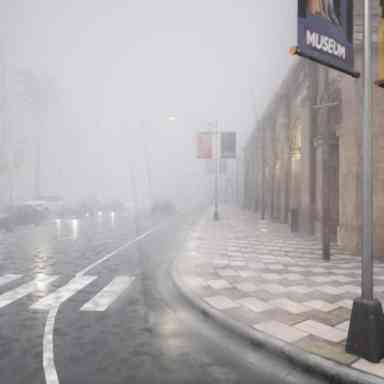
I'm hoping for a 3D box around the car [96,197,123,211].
[{"bbox_3d":[-9.613,1.519,40.119,1.812,1.442,4.674,0,0,5],"label":"car"}]

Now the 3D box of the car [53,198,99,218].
[{"bbox_3d":[-10.428,1.521,30.263,1.812,1.442,4.674,0,0,5],"label":"car"}]

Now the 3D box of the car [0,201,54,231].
[{"bbox_3d":[-11.141,1.544,20.861,2.033,1.411,5.357,0,0,4],"label":"car"}]

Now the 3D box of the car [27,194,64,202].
[{"bbox_3d":[-13.862,1.216,31.280,2.150,2.045,5.566,0,0,5],"label":"car"}]

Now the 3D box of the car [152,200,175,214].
[{"bbox_3d":[-2.957,1.586,34.654,1.837,1.490,4.892,0,0,5],"label":"car"}]

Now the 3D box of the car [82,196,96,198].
[{"bbox_3d":[-13.006,1.345,41.570,2.097,1.767,4.553,0,0,5],"label":"car"}]
